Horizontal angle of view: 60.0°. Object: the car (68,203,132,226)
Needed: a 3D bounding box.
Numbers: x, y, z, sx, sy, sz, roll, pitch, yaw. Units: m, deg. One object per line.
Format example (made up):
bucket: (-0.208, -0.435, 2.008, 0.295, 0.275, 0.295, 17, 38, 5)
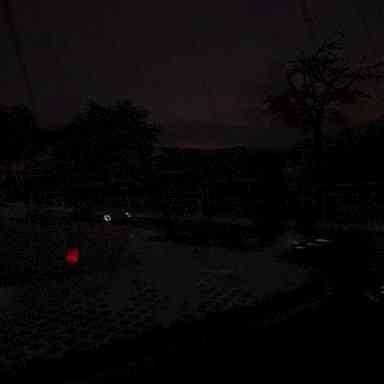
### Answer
car: (-5.989, 1.495, 21.459, 4.553, 1.767, 2.097, 0, 3, 38)
